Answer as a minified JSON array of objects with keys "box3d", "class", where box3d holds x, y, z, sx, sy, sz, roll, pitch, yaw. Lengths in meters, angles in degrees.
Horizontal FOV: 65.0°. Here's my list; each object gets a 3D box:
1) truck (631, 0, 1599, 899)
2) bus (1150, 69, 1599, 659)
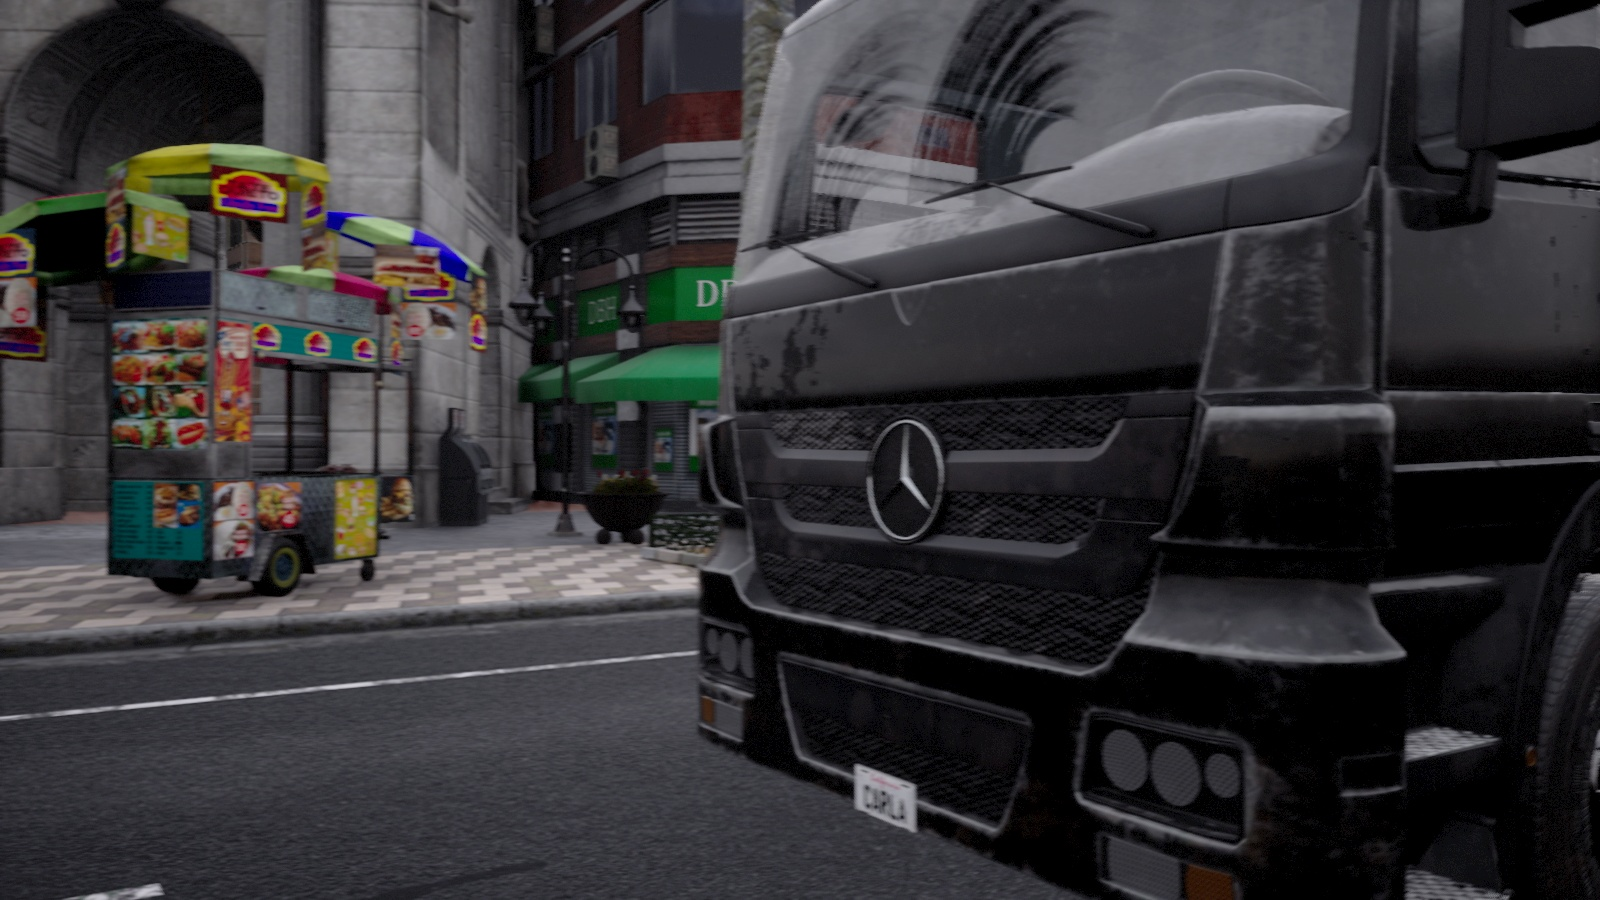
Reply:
[{"box3d":[3.459,-0.231,5.839,7.936,3.462,2.891,0,0,-33],"class":"truck"},{"box3d":[8.838,-0.620,13.490,10.273,4.253,3.944,0,0,-33],"class":"bus"}]
